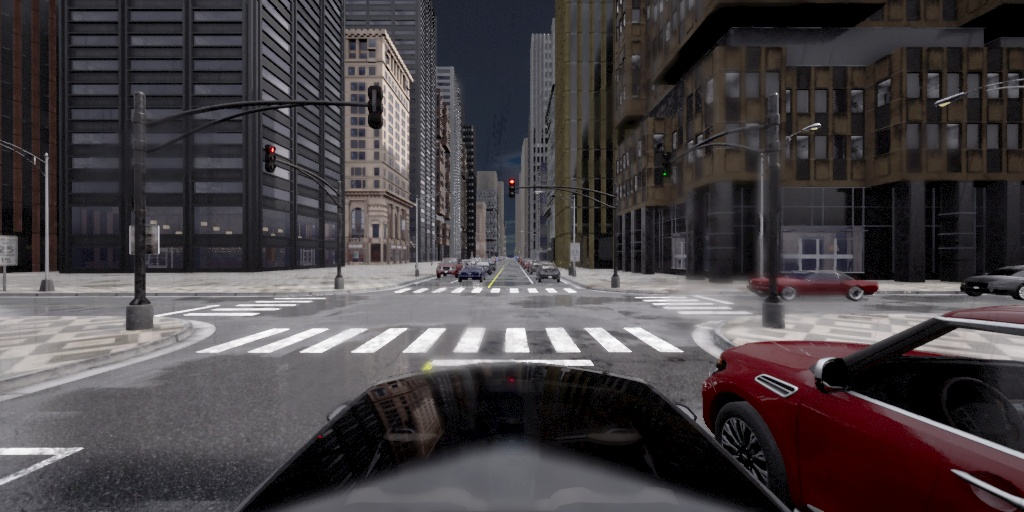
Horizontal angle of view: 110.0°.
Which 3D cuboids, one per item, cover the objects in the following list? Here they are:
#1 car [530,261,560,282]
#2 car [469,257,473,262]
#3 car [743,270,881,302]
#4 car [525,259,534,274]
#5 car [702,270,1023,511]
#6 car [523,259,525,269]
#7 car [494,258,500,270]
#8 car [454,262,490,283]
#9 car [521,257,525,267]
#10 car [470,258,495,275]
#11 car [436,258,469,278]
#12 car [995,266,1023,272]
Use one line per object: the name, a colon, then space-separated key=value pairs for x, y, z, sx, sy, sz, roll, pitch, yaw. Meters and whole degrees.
car: x=2.772 y=1.302 z=28.203 sx=2.007 sy=1.370 sz=4.403 roll=0 pitch=0 yaw=0
car: x=-5.749 y=1.193 z=39.479 sx=1.967 sy=1.591 sz=4.097 roll=0 pitch=0 yaw=0
car: x=13.525 y=1.314 z=16.376 sx=4.718 sy=1.301 sz=1.895 roll=0 pitch=0 yaw=0
car: x=2.776 y=1.304 z=39.485 sx=2.007 sy=1.370 sz=4.403 roll=0 pitch=0 yaw=0
car: x=2.762 y=1.065 z=1.230 sx=2.192 sy=1.841 sz=5.009 roll=0 pitch=0 yaw=0
car: x=2.778 y=1.300 z=45.125 sx=1.888 sy=1.381 sz=4.507 roll=0 pitch=0 yaw=0
car: x=-3.076 y=1.304 z=48.799 sx=2.033 sy=1.411 sz=5.357 roll=0 pitch=0 yaw=0
car: x=-3.090 y=1.352 z=28.462 sx=1.895 sy=1.301 sz=4.718 roll=0 pitch=0 yaw=0
car: x=2.783 y=1.199 z=56.406 sx=1.967 sy=1.591 sz=4.097 roll=0 pitch=0 yaw=0
car: x=-3.087 y=1.279 z=38.430 sx=1.812 sy=1.442 sz=4.674 roll=0 pitch=0 yaw=0
car: x=-5.751 y=1.067 z=33.837 sx=2.192 sy=1.841 sz=5.009 roll=0 pitch=0 yaw=0
car: x=23.670 y=1.195 z=16.422 sx=4.892 sy=1.490 sz=1.837 roll=0 pitch=0 yaw=0
